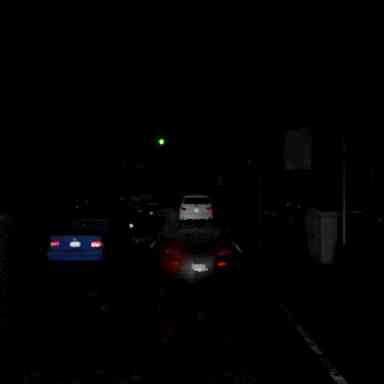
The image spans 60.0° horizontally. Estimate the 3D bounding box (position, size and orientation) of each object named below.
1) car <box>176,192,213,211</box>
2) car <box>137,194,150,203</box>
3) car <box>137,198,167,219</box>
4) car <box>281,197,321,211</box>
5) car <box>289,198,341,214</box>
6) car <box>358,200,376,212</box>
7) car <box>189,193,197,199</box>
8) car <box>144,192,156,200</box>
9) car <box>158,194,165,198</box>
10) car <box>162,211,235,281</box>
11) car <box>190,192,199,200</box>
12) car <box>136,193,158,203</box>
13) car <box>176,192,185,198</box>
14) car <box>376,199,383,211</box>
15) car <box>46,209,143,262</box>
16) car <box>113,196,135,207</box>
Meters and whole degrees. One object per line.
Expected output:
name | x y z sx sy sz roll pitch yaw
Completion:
car | 0.273 1.190 23.249 2.150 2.045 5.566 0 0 0
car | -9.961 1.297 68.398 1.882 1.535 5.008 0 1 0
car | -3.185 1.483 28.578 1.812 1.442 4.674 0 0 0
car | 12.291 1.296 36.799 4.553 1.767 2.097 0 0 -3
car | 12.608 1.551 33.311 4.718 1.301 1.895 0 0 -3
car | 20.924 1.508 37.217 4.181 1.385 1.994 0 0 -3
car | 0.310 1.025 90.192 1.895 1.301 4.718 0 1 -4
car | -9.891 1.012 78.589 2.097 1.767 4.553 0 1 0
car | -6.564 1.455 59.012 1.994 1.385 4.181 0 0 2
car | 0.169 1.520 9.743 1.812 1.442 4.674 0 0 0
car | 0.619 1.000 80.122 2.097 1.767 4.553 0 1 0
car | -6.691 1.392 50.025 1.882 1.535 5.008 0 0 1
car | -3.182 0.820 89.946 1.882 1.535 5.008 0 1 -8
car | 21.991 1.429 33.764 5.008 1.535 1.882 0 0 -3
car | -3.317 1.537 12.000 2.033 1.411 5.357 0 0 0
car | -10.200 1.441 49.426 1.812 1.442 4.674 0 0 1
